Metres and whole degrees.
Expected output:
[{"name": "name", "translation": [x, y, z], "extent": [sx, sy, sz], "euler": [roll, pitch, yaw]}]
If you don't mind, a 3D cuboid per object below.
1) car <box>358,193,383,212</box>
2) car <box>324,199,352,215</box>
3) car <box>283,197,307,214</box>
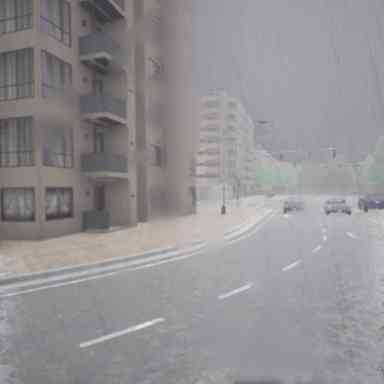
[{"name": "car", "translation": [17.299, 0.904, 31.820], "extent": [2.097, 1.767, 4.553], "euler": [-1, 0, 19]}, {"name": "car", "translation": [12.551, 1.248, 28.784], "extent": [1.895, 1.301, 4.718], "euler": [-1, 0, 19]}, {"name": "car", "translation": [9.622, 1.212, 31.036], "extent": [1.812, 1.442, 4.674], "euler": [-1, 0, 18]}]
